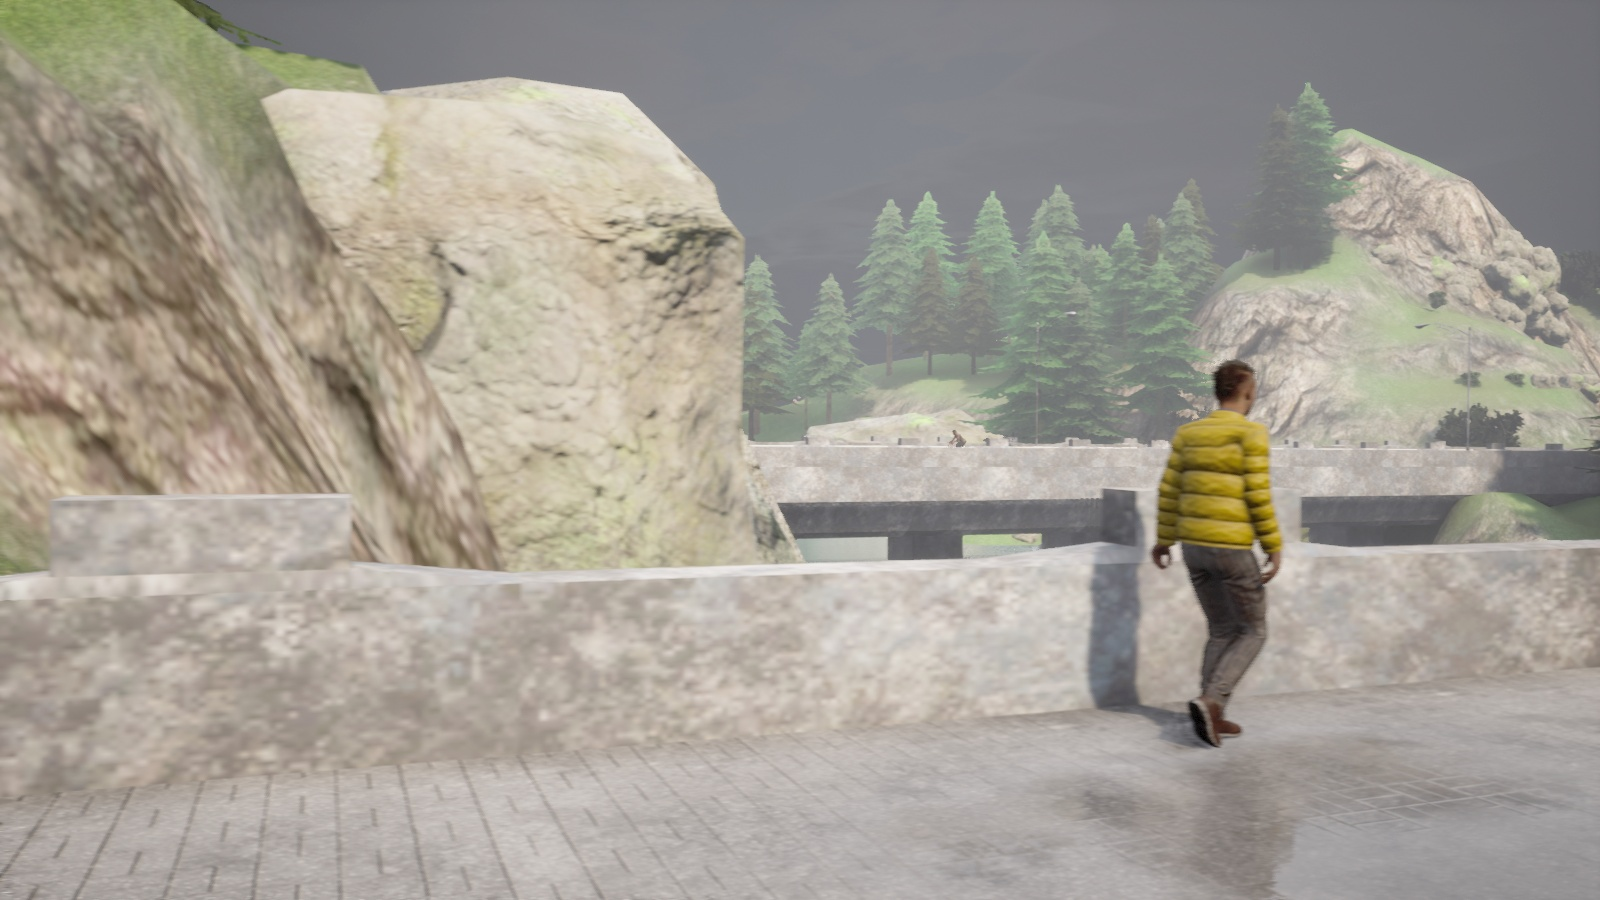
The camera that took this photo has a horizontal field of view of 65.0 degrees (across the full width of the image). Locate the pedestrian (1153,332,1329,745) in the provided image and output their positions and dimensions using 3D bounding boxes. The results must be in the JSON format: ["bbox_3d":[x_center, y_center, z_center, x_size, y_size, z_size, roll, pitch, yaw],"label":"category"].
[{"bbox_3d":[2.091,0.388,5.950,0.709,1.840,0.431,-1,1,-32],"label":"pedestrian"}]
